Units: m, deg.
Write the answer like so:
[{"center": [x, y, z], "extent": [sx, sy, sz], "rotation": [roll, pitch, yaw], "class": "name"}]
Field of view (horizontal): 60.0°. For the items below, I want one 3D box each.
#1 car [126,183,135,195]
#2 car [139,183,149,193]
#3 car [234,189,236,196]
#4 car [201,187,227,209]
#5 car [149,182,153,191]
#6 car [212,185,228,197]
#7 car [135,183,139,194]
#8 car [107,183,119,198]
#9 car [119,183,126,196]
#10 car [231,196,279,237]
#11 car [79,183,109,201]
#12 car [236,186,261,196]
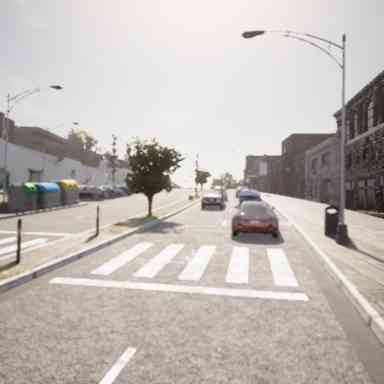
[{"center": [-10.354, -0.244, 43.158], "extent": [5.008, 1.535, 2.097], "rotation": [0, 3, -14], "class": "car"}, {"center": [-9.649, -0.569, 51.981], "extent": [4.892, 1.521, 2.231], "rotation": [0, 3, -16], "class": "car"}, {"center": [6.803, -0.033, 45.103], "extent": [2.128, 1.511, 4.902], "rotation": [1, 2, 5], "class": "car"}, {"center": [1.849, 0.581, 28.087], "extent": [2.033, 1.411, 5.357], "rotation": [1, 2, 8], "class": "car"}, {"center": [-9.469, -0.677, 54.930], "extent": [4.892, 1.521, 2.231], "rotation": [0, 2, -16], "class": "car"}, {"center": [4.055, -0.205, 48.536], "extent": [2.128, 1.511, 4.902], "rotation": [1, 2, 4], "class": "car"}, {"center": [-10.128, -0.478, 46.088], "extent": [4.553, 1.767, 2.185], "rotation": [0, 2, -15], "class": "car"}, {"center": [-10.958, -0.021, 37.285], "extent": [4.892, 1.521, 2.231], "rotation": [0, 3, -13], "class": "car"}, {"center": [-10.651, -0.093, 40.227], "extent": [4.674, 1.452, 2.002], "rotation": [0, 2, -14], "class": "car"}, {"center": [2.866, 1.108, 15.259], "extent": [1.994, 1.385, 4.181], "rotation": [1, 2, 10], "class": "car"}, {"center": [-11.341, 0.120, 34.347], "extent": [4.792, 1.488, 2.163], "rotation": [0, 2, -13], "class": "car"}, {"center": [5.096, 0.494, 29.674], "extent": [1.882, 1.535, 5.008], "rotation": [1, 2, 8], "class": "car"}]
